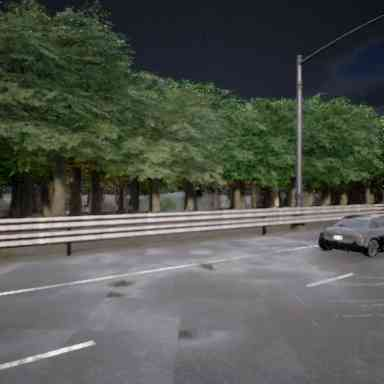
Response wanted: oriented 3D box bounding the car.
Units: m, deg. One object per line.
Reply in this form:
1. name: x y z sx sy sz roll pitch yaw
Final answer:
1. car: 6.834 1.593 12.976 4.181 1.385 1.994 0 0 -35
